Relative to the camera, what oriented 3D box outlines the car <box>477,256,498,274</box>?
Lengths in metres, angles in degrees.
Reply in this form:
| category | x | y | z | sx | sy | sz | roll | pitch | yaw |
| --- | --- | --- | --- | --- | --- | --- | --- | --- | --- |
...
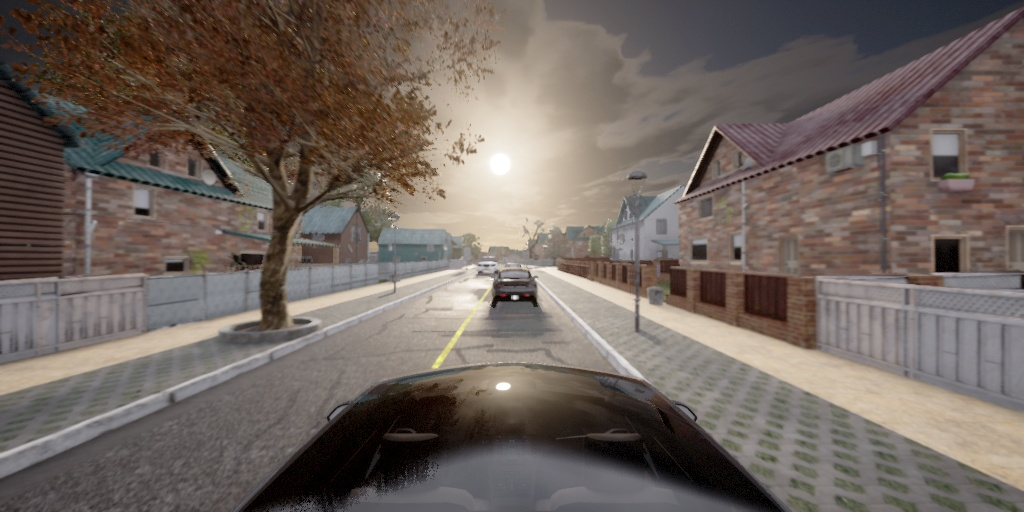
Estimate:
| category | x | y | z | sx | sy | sz | roll | pitch | yaw |
| --- | --- | --- | --- | --- | --- | --- | --- | --- | --- |
| car | -2.788 | 1.032 | 41.967 | 2.150 | 2.045 | 5.566 | 0 | 0 | 0 |

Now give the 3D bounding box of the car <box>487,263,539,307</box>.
| category | x | y | z | sx | sy | sz | roll | pitch | yaw |
| --- | --- | --- | --- | --- | --- | --- | --- | --- | --- |
| car | 0.103 | 1.250 | 15.516 | 1.837 | 1.490 | 4.892 | 0 | 0 | 0 |
